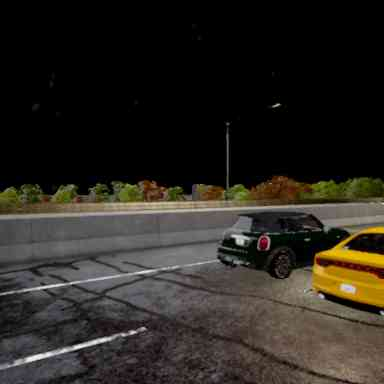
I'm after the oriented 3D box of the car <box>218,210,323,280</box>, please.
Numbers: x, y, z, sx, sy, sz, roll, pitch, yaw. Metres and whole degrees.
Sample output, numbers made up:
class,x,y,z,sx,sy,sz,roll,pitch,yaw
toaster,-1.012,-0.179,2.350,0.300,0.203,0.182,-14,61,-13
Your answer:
class,x,y,z,sx,sy,sz,roll,pitch,yaw
car,3.028,1.363,10.204,4.553,1.767,2.097,0,0,-35

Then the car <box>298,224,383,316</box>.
class,x,y,z,sx,sy,sz,roll,pitch,yaw
car,4.658,1.488,7.069,5.008,1.535,1.882,0,0,-35
